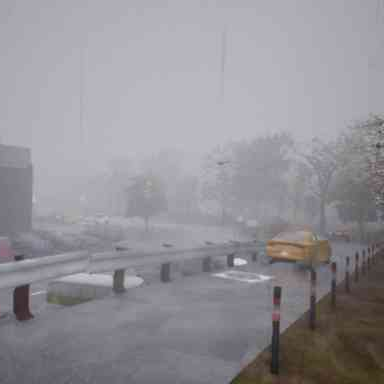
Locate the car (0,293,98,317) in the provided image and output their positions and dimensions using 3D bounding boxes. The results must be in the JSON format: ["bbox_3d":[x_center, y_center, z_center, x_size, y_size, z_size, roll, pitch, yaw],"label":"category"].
[{"bbox_3d":[-5.621,4.793,11.710,4.892,1.521,2.231,1,0,13],"label":"car"}]

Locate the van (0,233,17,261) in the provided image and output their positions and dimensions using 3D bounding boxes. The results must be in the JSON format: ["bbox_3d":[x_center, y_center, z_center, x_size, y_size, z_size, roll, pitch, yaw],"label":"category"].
[{"bbox_3d":[-16.591,4.500,26.221,4.442,1.987,1.878,0,0,13],"label":"van"}]

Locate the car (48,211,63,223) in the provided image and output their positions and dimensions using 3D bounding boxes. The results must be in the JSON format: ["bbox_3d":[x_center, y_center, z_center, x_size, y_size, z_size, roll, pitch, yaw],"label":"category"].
[{"bbox_3d":[-23.587,4.872,60.930,2.002,1.452,4.674,0,0,14],"label":"car"}]

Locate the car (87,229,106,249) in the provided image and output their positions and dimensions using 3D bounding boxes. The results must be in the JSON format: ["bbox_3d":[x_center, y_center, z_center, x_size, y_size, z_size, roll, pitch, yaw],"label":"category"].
[{"bbox_3d":[-11.666,4.864,33.683,4.792,1.488,2.163,0,-1,12],"label":"car"}]

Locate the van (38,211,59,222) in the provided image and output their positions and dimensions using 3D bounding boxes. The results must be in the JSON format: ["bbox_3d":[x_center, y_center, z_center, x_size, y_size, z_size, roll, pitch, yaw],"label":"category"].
[{"bbox_3d":[-26.092,4.583,62.501,1.878,1.987,4.442,1,0,14],"label":"van"}]

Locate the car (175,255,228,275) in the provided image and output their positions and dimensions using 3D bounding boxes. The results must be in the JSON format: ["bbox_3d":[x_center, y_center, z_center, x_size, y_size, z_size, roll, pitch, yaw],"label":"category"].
[{"bbox_3d":[-0.760,4.651,19.346,5.566,2.045,2.435,1,0,12],"label":"car"}]

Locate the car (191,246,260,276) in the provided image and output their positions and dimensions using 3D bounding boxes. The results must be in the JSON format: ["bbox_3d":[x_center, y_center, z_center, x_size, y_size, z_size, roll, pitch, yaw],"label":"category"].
[{"bbox_3d":[2.545,5.007,24.449,4.792,1.488,2.163,1,0,13],"label":"car"}]

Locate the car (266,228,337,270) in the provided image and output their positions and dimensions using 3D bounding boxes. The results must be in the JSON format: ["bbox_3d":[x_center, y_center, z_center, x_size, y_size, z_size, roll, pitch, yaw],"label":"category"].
[{"bbox_3d":[5.114,2.580,15.554,1.882,1.535,5.008,1,-5,34],"label":"car"}]

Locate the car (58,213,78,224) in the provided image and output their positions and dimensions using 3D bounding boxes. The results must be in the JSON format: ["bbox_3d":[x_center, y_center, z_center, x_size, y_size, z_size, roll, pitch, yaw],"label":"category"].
[{"bbox_3d":[-21.048,4.852,59.433,1.946,1.575,5.366,0,0,14],"label":"car"}]

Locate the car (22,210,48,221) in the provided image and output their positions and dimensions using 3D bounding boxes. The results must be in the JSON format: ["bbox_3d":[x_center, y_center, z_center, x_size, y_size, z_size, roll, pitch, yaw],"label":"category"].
[{"bbox_3d":[-31.057,4.636,65.959,2.185,1.767,4.553,0,0,14],"label":"car"}]

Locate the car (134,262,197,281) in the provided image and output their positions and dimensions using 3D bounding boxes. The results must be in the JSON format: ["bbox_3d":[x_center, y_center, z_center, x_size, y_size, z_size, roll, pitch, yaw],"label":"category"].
[{"bbox_3d":[-2.334,4.741,16.792,4.553,1.767,2.185,2,0,13],"label":"car"}]

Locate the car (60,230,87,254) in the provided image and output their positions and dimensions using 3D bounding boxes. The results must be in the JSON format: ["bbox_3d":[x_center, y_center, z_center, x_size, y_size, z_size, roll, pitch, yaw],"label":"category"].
[{"bbox_3d":[-13.257,4.547,31.183,5.566,2.045,2.435,0,-1,13],"label":"car"}]

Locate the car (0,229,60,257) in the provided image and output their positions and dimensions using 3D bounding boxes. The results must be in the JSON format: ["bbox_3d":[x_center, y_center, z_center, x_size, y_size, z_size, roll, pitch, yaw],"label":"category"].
[{"bbox_3d":[-14.854,4.511,28.692,5.566,2.045,2.435,0,-1,13],"label":"car"}]

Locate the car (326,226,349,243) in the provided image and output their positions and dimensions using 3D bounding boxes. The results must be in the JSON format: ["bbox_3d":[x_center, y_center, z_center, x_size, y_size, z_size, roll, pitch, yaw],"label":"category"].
[{"bbox_3d":[14.941,4.358,35.199,2.097,1.767,4.553,0,-4,9],"label":"car"}]

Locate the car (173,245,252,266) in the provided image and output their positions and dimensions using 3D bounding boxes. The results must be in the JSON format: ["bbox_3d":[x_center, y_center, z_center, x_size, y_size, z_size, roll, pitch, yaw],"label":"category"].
[{"bbox_3d":[0.924,4.690,21.901,5.566,2.045,2.435,1,0,13],"label":"car"}]

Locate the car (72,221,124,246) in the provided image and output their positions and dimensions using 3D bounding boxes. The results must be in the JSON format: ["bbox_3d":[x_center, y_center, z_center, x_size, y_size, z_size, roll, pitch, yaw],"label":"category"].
[{"bbox_3d":[-10.124,4.620,36.163,5.566,2.045,2.435,0,0,13],"label":"car"}]

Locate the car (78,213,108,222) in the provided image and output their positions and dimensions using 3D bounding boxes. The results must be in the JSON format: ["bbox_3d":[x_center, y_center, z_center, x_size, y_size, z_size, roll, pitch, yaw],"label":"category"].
[{"bbox_3d":[-16.105,4.652,55.864,2.435,2.045,5.566,1,0,14],"label":"car"}]

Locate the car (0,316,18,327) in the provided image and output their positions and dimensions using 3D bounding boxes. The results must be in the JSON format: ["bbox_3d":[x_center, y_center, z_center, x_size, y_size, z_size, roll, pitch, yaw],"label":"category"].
[{"bbox_3d":[-7.284,4.628,9.191,4.553,1.767,2.185,1,0,13],"label":"car"}]

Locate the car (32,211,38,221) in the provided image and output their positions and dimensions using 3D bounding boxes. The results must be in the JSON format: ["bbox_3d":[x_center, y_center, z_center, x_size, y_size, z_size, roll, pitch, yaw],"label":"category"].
[{"bbox_3d":[-28.550,4.785,64.306,2.097,1.535,5.008,1,0,14],"label":"car"}]

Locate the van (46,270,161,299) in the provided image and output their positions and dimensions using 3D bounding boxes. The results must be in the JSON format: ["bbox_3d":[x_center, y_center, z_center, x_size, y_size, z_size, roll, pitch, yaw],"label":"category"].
[{"bbox_3d":[-3.877,4.606,14.239,4.442,1.987,1.878,1,0,13],"label":"van"}]
